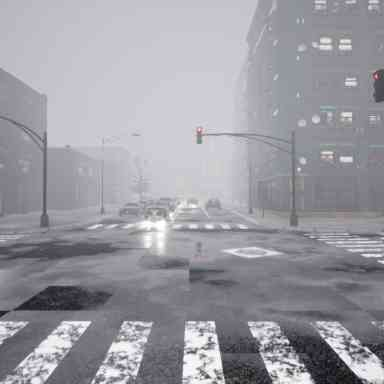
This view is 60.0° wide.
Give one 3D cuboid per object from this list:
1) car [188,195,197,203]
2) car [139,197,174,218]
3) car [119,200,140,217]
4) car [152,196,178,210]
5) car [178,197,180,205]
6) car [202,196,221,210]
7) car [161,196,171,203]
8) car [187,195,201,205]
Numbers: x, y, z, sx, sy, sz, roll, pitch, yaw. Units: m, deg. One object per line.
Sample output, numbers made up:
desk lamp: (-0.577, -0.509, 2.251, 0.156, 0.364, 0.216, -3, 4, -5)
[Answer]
car: (0.119, 1.495, 69.940, 1.882, 1.535, 5.008, 0, 0, 0)
car: (-3.081, 1.499, 29.870, 2.128, 1.511, 4.902, 0, 0, 0)
car: (-5.735, 1.552, 31.723, 1.887, 1.381, 4.507, 1, 0, 0)
car: (-3.074, 1.361, 38.889, 2.097, 1.767, 4.553, 0, 0, 0)
car: (-3.065, 1.537, 47.884, 1.812, 1.442, 4.674, 0, 0, 0)
car: (2.730, 1.450, 43.148, 1.967, 1.590, 4.097, 1, 0, 0)
car: (-5.637, 1.600, 71.525, 1.802, 1.307, 4.206, 1, 0, 0)
car: (0.129, 1.579, 59.974, 1.994, 1.385, 4.181, 0, 0, 0)
